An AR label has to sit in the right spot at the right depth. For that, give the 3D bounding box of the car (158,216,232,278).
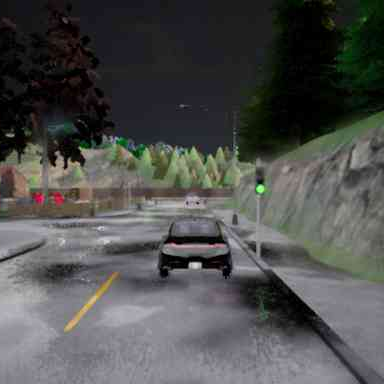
[{"bbox_3d":[0.085,1.479,10.104,2.128,1.511,4.902,0,0,0],"label":"car"}]

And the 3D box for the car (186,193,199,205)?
[{"bbox_3d":[0.103,1.151,58.017,2.150,2.045,5.566,0,0,0],"label":"car"}]
